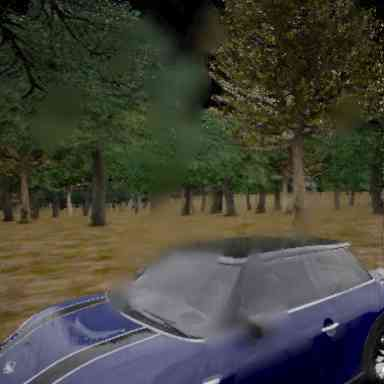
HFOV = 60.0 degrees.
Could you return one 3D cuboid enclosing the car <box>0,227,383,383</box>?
[{"bbox_3d":[0.305,1.356,3.670,4.553,1.767,2.097,0,0,-36],"label":"car"}]
